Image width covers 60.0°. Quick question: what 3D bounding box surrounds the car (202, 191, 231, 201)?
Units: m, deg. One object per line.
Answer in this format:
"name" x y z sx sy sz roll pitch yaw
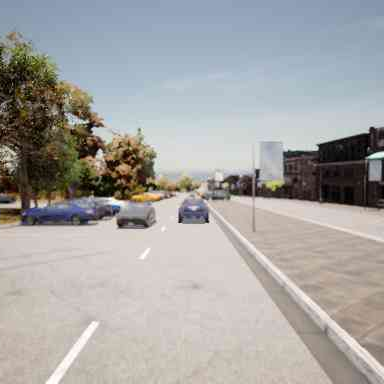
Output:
"car" 4.782 0.969 62.037 4.892 1.521 2.231 0 0 0

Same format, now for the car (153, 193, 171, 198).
"car" -8.356 0.988 92.696 4.792 1.488 2.163 0 0 0

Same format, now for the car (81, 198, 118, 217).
"car" -8.317 1.272 24.372 4.892 1.521 2.231 0 0 0

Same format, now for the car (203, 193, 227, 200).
"car" 4.771 0.943 70.442 4.892 1.521 2.231 0 0 0

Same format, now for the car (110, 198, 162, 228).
"car" -3.341 1.368 21.014 2.033 1.411 5.357 0 0 1

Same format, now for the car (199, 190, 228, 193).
"car" 4.748 0.705 64.837 5.566 2.045 2.435 0 0 0

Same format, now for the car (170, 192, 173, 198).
"car" -8.128 0.946 84.340 5.366 1.575 1.946 0 0 0

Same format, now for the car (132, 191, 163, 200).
"car" -8.300 0.980 59.279 5.008 1.535 2.097 0 0 0

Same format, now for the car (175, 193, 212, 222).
"car" 0.112 1.146 24.159 2.097 1.767 4.553 0 0 0

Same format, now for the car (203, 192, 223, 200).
"car" 4.806 0.816 76.048 4.553 1.767 2.185 0 0 0

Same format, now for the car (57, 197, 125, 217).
"car" -8.327 1.243 27.646 5.008 1.535 2.097 0 0 0

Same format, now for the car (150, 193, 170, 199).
"car" -8.313 0.952 87.126 5.008 1.535 2.097 0 0 0

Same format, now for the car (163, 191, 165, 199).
"car" -8.308 0.953 64.847 5.008 1.535 2.097 0 0 0

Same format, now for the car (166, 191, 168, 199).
"car" -8.272 0.813 73.202 4.553 1.767 2.185 0 0 0

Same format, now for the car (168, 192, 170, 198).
"car" -8.308 0.985 81.555 4.674 1.452 2.002 0 0 0

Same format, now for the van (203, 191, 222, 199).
"van" 4.888 0.719 78.852 4.442 1.987 1.878 0 0 0

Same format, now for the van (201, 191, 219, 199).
"van" 4.649 0.725 84.459 4.442 1.987 1.878 0 0 0

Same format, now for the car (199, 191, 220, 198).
"car" 4.729 0.706 90.066 5.566 2.045 2.435 0 0 0

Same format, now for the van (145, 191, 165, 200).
"van" -8.421 0.713 75.983 4.442 1.987 1.878 0 0 0

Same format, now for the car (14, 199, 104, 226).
"car" -8.321 1.338 21.097 4.674 1.452 2.002 0 0 0

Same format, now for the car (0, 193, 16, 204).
"car" -26.234 0.809 44.129 5.357 1.411 2.033 1 3 0
